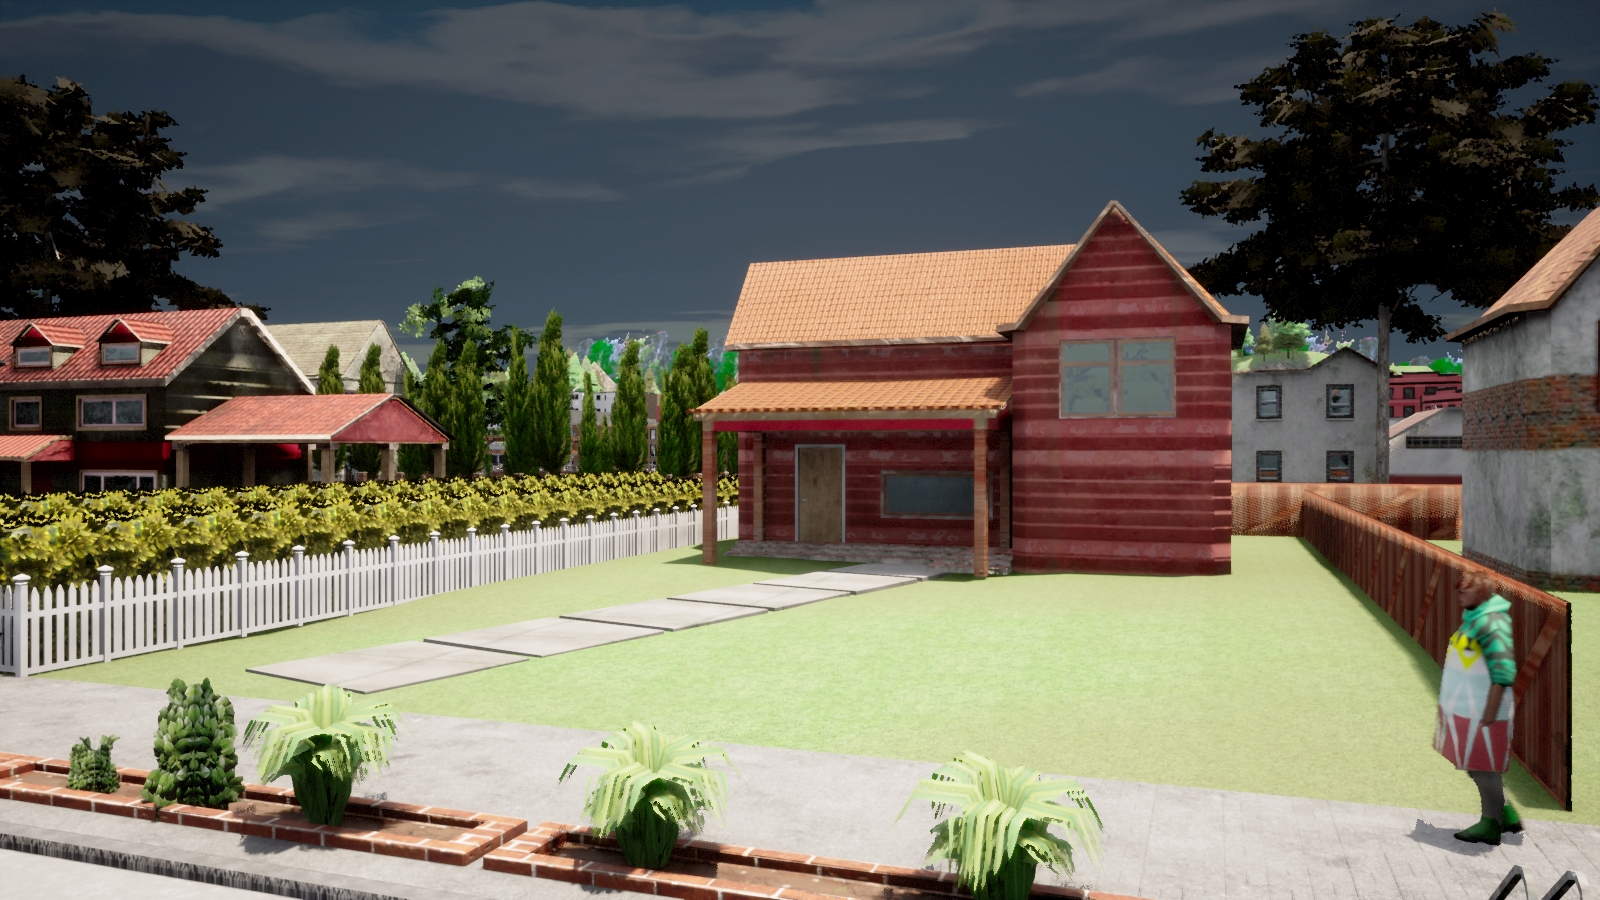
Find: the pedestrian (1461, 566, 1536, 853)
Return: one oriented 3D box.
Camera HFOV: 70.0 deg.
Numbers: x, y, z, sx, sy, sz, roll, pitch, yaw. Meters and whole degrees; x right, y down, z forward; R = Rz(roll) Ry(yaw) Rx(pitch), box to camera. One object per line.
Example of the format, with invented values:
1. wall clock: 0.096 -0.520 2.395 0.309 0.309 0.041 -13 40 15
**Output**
1. pedestrian: 4.770 1.744 7.814 0.375 1.860 0.375 0 0 20
